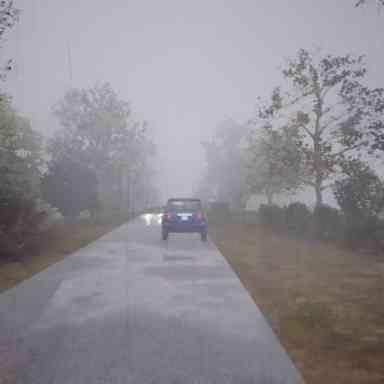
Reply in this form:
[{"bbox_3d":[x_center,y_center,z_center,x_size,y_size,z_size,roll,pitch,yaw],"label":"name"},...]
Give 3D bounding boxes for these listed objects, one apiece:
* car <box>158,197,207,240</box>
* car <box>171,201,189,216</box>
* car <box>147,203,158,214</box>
[{"bbox_3d":[-0.424,1.283,17.646,2.150,2.045,5.566,0,0,-2],"label":"car"},{"bbox_3d":[-1.331,1.750,36.185,1.882,1.535,5.008,0,-1,-3],"label":"car"},{"bbox_3d":[-4.531,1.967,41.519,1.895,1.301,4.718,0,-1,-3],"label":"car"}]
